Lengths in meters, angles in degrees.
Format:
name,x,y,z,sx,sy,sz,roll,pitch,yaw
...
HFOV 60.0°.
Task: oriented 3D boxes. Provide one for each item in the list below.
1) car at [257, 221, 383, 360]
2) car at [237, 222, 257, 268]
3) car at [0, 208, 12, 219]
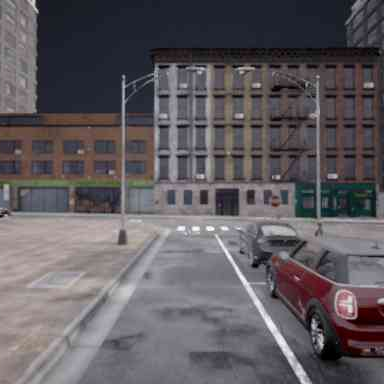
name,x,y,z,sx,sy,sz,roll,pitch,yaw
car,2.647,1.513,6.074,1.967,1.590,4.097,0,-1,0
car,2.647,1.689,11.576,2.008,1.369,4.403,0,-1,0
car,-18.167,1.522,27.936,5.357,1.411,2.033,1,-1,0
